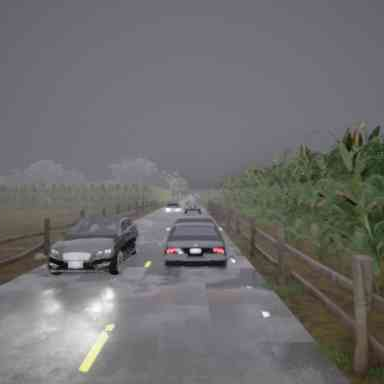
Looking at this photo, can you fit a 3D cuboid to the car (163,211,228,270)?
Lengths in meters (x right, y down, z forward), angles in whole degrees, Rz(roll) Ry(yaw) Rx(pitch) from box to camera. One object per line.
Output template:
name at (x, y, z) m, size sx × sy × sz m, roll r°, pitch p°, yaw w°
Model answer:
car at (0.088, 1.578, 11.123) m, size 2.033 × 1.411 × 5.357 m, roll 0°, pitch 0°, yaw 0°

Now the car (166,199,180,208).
car at (-2.871, 1.778, 51.056) m, size 1.895 × 1.301 × 4.718 m, roll 0°, pitch 0°, yaw 0°

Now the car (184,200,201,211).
car at (0.075, 1.658, 37.986) m, size 2.033 × 1.411 × 5.357 m, roll 0°, pitch 0°, yaw 0°

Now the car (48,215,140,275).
car at (-2.855, 1.521, 10.606) m, size 2.128 × 1.511 × 4.902 m, roll 0°, pitch 0°, yaw 0°
